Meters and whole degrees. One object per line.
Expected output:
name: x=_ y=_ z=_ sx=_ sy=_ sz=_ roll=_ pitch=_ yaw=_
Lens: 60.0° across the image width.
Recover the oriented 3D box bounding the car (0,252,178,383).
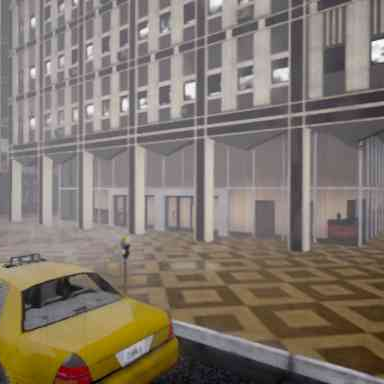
car: x=-2.441 y=1.526 z=4.606 sx=4.829 sy=1.417 sz=1.752 roll=0 pitch=0 yaw=35
